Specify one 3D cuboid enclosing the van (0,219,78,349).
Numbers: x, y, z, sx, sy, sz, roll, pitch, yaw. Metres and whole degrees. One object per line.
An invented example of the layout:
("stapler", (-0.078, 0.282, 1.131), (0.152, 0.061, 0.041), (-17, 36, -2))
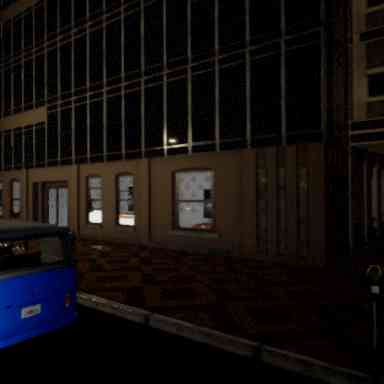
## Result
("van", (-3.625, 1.335, 5.471), (3.998, 1.788, 1.690), (0, 0, 35))
